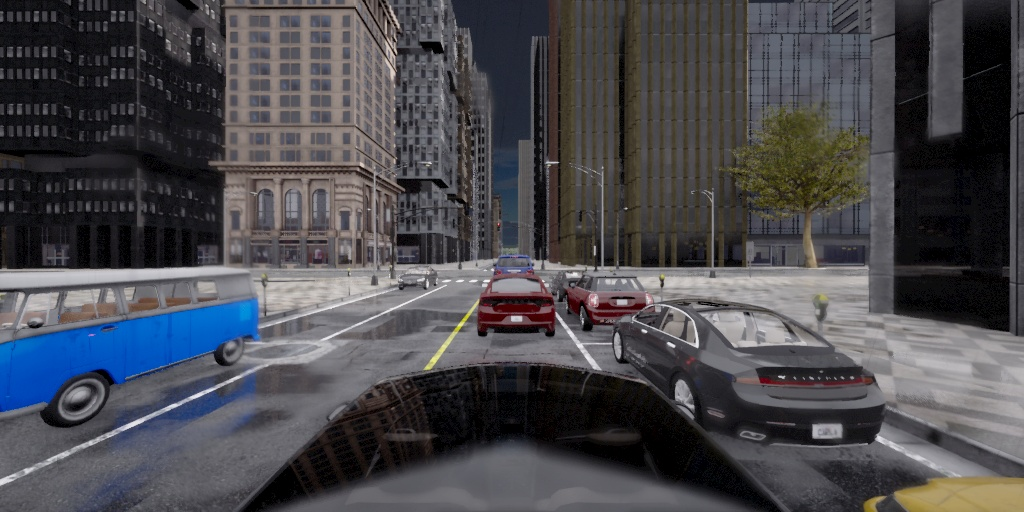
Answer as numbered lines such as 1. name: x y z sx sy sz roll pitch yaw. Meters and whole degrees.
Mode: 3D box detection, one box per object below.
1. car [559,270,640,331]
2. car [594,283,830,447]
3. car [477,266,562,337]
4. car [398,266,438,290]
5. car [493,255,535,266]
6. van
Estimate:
1. car: 2.777 1.188 10.965 1.967 1.591 4.097 0 0 0
2. car: 2.769 1.300 5.323 2.007 1.370 4.403 0 0 0
3. car: 0.106 1.226 10.350 1.882 1.535 5.008 0 0 0
4. car: -5.732 1.296 22.258 2.007 1.370 4.403 0 0 0
5. car: 0.103 0.967 20.234 2.150 2.045 5.566 0 0 0
6. van: -5.756 1.090 5.335 1.690 1.789 3.998 0 0 0
